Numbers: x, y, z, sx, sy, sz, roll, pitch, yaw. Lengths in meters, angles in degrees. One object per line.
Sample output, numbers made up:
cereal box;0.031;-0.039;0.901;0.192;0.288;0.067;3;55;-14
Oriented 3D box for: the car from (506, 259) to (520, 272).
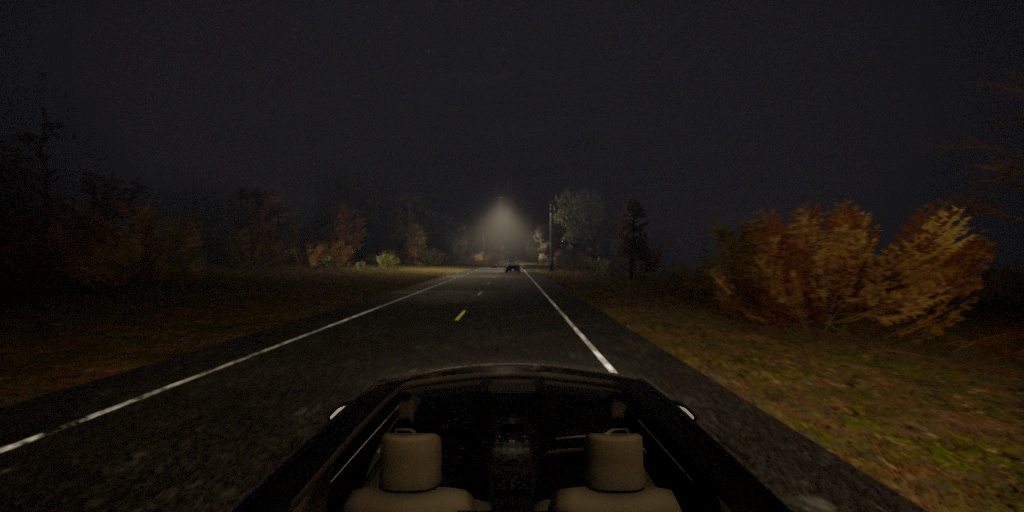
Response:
car;0.118;1.454;47.841;1.895;1.301;4.718;0;0;0
